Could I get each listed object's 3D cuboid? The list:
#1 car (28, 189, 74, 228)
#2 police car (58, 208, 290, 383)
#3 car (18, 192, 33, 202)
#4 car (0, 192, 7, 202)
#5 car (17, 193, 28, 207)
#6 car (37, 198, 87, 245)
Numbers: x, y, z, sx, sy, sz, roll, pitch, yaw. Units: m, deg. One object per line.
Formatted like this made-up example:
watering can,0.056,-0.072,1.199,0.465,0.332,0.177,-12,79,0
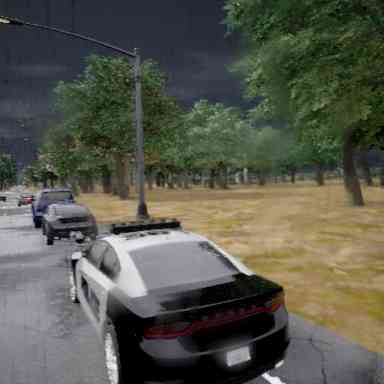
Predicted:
car,-8.109,0.857,19.482,2.150,2.045,5.566,-3,2,-27
police car,-0.770,1.271,5.352,1.930,1.638,5.238,-3,2,-27
car,-25.556,0.759,50.870,1.895,1.301,4.718,-3,2,-27
car,-29.946,0.735,51.727,1.882,1.535,5.008,-3,2,-27
car,-19.225,0.854,38.736,2.128,1.511,4.902,-3,2,-27
car,-5.323,1.220,14.137,1.837,1.490,4.892,-3,2,-27
